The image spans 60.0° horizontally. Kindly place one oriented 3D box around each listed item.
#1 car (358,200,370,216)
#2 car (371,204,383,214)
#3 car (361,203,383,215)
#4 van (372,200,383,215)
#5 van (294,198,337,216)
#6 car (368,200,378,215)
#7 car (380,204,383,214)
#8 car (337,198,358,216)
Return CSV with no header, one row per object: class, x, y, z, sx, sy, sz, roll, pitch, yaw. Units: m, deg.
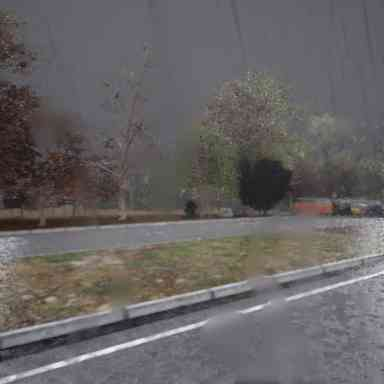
car,18.560,2.085,41.344,1.946,1.575,5.366,2,-1,-35
car,29.726,2.578,49.523,2.097,1.535,5.008,3,-1,-35
car,27.369,2.475,47.843,2.097,1.535,5.008,2,-1,-35
van,22.898,2.057,44.806,1.878,1.987,4.442,3,-1,-35
van,13.782,1.685,38.311,1.878,1.987,4.442,2,-1,-35
car,20.708,2.186,43.094,2.231,1.521,4.892,3,-1,-35
car,31.981,2.677,51.129,2.231,1.521,4.892,3,-1,-35
car,16.189,1.745,39.916,2.435,2.045,5.566,2,-1,-35
